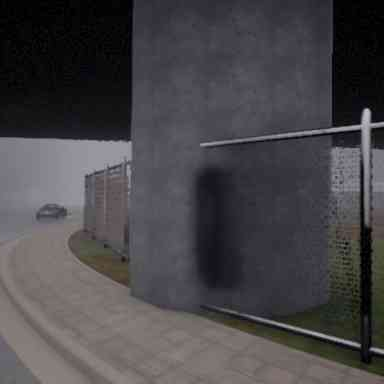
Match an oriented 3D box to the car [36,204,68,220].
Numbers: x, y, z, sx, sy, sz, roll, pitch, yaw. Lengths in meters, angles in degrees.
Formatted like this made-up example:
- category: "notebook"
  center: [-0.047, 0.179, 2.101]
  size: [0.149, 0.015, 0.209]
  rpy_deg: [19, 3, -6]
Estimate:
- category: "car"
  center: [-13.127, 1.816, 31.384]
  size: [1.994, 1.385, 4.181]
  rpy_deg: [1, -1, -8]
